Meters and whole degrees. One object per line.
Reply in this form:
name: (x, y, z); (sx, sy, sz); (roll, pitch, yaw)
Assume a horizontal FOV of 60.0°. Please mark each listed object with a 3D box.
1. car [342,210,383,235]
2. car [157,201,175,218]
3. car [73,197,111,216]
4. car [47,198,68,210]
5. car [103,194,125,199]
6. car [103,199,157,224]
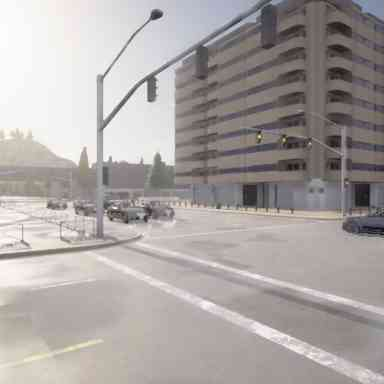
car: (9.998, 1.590, 17.053); (1.994, 1.385, 4.181); (0, 0, -35)
car: (-3.365, 1.547, 29.522); (2.128, 1.511, 4.902); (0, 0, -35)
car: (-10.279, 1.547, 33.231); (2.128, 1.511, 4.902); (0, 0, -35)
car: (-17.869, 1.545, 43.975); (2.128, 1.511, 4.902); (0, 0, -35)
car: (-9.065, 1.277, 37.573); (2.150, 2.045, 5.566); (0, 0, -35)
car: (-5.032, 1.547, 25.819); (2.128, 1.511, 4.902); (0, 0, -35)
